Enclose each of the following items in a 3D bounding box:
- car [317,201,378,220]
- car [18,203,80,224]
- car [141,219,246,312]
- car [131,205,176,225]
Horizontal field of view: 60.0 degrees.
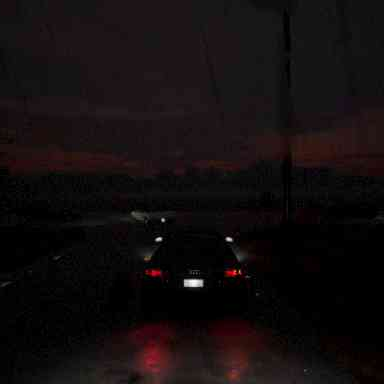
[{"bbox_3d":[12.756,1.518,27.386,4.674,1.442,1.812,0,2,-1],"label":"car"},{"bbox_3d":[-11.593,1.641,26.972,5.008,1.535,1.882,0,2,13],"label":"car"},{"bbox_3d":[0.046,1.558,7.807,1.994,1.385,4.181,0,0,1],"label":"car"},{"bbox_3d":[-2.925,1.621,24.070,1.895,1.301,4.718,-3,0,-26],"label":"car"}]
